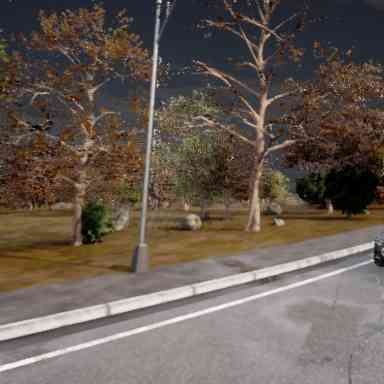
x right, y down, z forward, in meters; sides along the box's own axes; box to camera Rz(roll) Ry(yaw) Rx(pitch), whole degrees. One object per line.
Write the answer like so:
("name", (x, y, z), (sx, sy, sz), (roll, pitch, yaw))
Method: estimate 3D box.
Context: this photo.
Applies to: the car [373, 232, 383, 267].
("car", (7.379, 1.355, 10.148), (4.553, 1.767, 2.097), (0, 0, -41))
